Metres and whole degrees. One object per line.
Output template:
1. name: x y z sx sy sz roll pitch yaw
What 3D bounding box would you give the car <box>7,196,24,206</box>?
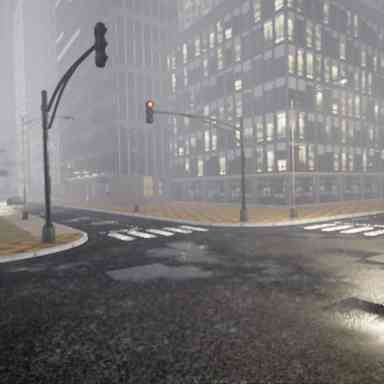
1. car: -26.828 1.363 50.542 2.033 1.411 5.357 -2 1 -35
